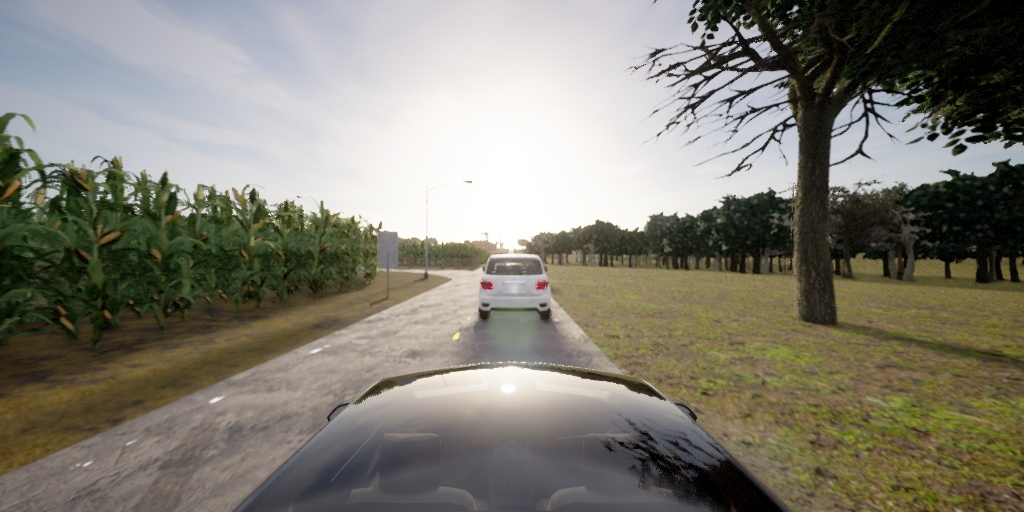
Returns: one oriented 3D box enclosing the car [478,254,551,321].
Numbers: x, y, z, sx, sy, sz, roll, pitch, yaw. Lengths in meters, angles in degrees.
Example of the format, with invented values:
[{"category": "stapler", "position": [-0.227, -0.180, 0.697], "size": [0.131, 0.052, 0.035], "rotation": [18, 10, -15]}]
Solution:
[{"category": "car", "position": [0.100, 0.951, 12.577], "size": [2.150, 2.045, 5.566], "rotation": [0, 0, 1]}]
